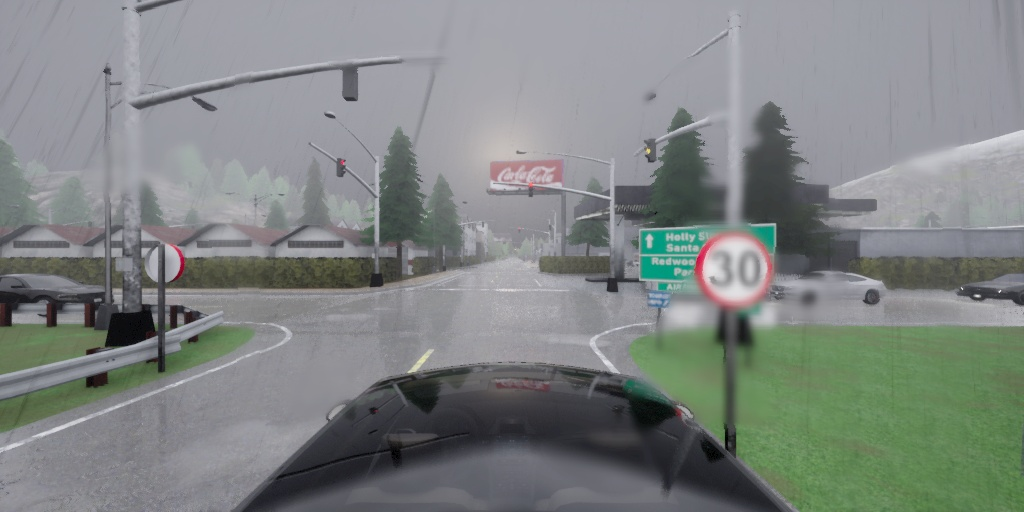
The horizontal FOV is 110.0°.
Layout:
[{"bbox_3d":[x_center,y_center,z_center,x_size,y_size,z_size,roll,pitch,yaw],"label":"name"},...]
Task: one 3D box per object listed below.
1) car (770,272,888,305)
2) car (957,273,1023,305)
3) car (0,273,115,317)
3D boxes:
[{"bbox_3d":[14.858,1.467,16.924,4.674,1.442,1.812,0,0,0],"label":"car"},{"bbox_3d":[24.513,1.489,16.797,5.357,1.411,2.033,0,0,1],"label":"car"},{"bbox_3d":[-18.340,1.419,13.757,5.008,1.535,1.882,0,0,1],"label":"car"}]
